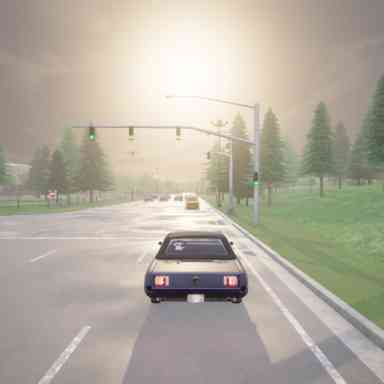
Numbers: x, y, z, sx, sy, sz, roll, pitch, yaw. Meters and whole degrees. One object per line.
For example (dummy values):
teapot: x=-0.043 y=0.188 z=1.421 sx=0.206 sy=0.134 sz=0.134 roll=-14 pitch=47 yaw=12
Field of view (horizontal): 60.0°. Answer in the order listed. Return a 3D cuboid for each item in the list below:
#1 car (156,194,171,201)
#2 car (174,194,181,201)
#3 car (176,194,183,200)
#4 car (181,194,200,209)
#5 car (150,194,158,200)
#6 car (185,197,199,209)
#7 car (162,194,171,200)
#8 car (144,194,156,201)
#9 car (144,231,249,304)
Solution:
car: x=-6.862 y=1.531 z=80.416 sx=2.033 sy=1.411 sz=5.357 roll=0 pitch=0 yaw=0
car: x=-3.361 y=1.544 z=80.827 sx=1.994 sy=1.385 sz=4.181 roll=0 pitch=0 yaw=0
car: x=-3.344 y=1.356 z=90.830 sx=1.812 sy=1.442 sz=4.674 roll=0 pitch=0 yaw=0
car: x=-0.050 y=1.084 z=46.303 sx=1.882 sy=1.535 sz=5.008 roll=-3 pitch=17 yaw=-3
car: x=-10.344 y=1.332 z=90.842 sx=1.837 sy=1.490 sz=4.892 roll=0 pitch=0 yaw=0
car: x=0.029 y=1.576 z=49.784 sx=2.033 sy=1.411 sz=5.357 roll=-1 pitch=1 yaw=1
car: x=-6.844 y=1.372 z=90.836 sx=2.033 sy=1.411 sz=5.357 roll=0 pitch=0 yaw=0
car: x=-10.362 y=1.531 z=80.422 sx=2.033 sy=1.411 sz=5.357 roll=0 pitch=0 yaw=0
car: x=0.093 y=1.601 z=8.116 sx=1.895 sy=1.301 sz=4.718 roll=0 pitch=0 yaw=0
